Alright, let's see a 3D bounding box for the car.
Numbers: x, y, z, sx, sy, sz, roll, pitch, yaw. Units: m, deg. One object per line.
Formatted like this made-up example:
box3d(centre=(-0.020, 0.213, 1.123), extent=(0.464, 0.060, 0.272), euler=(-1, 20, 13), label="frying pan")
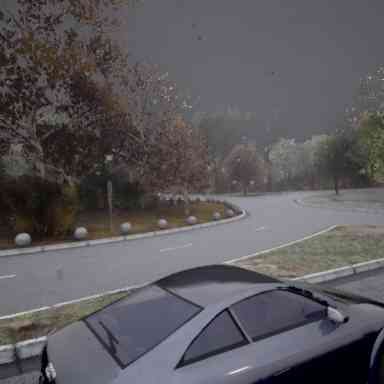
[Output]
box3d(centre=(0.578, 1.553, 3.676), extent=(4.181, 1.385, 1.994), euler=(0, 0, -33), label="car")
